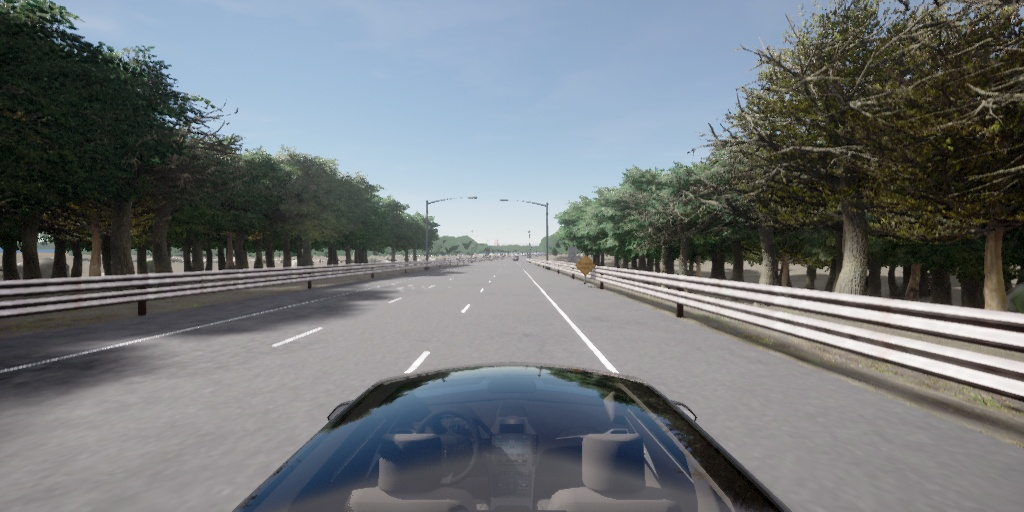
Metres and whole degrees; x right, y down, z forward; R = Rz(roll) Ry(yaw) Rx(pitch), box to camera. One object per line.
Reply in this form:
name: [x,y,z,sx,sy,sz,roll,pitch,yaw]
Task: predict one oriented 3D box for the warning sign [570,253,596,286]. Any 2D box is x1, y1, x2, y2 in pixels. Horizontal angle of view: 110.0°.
warning sign: [4.550,0.877,22.399,1.300,1.860,1.060,0,0,0]
